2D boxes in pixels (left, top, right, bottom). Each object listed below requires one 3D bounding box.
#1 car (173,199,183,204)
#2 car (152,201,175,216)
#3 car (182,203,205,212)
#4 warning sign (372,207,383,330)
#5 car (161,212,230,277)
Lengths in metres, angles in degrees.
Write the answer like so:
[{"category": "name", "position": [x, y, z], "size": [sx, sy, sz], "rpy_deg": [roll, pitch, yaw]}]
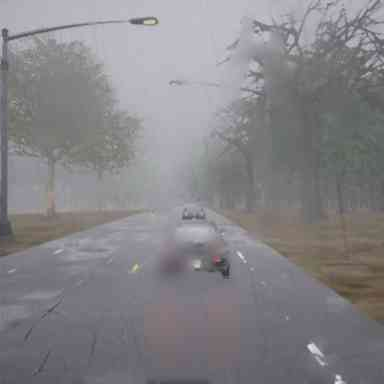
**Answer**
[{"category": "car", "position": [-3.314, 2.451, 79.243], "size": [2.150, 2.045, 5.566], "rpy_deg": [0, -2, 0]}, {"category": "car", "position": [-3.505, 1.974, 38.806], "size": [2.033, 1.411, 5.357], "rpy_deg": [0, -1, 0]}, {"category": "car", "position": [0.158, 1.845, 28.569], "size": [1.895, 1.301, 4.718], "rpy_deg": [0, -1, 0]}, {"category": "warning sign", "position": [3.533, 1.136, 4.723], "size": [1.300, 1.860, 1.060], "rpy_deg": [-2, -2, 0]}, {"category": "car", "position": [0.106, 1.584, 10.331], "size": [1.812, 1.442, 4.674], "rpy_deg": [0, 0, 0]}]
